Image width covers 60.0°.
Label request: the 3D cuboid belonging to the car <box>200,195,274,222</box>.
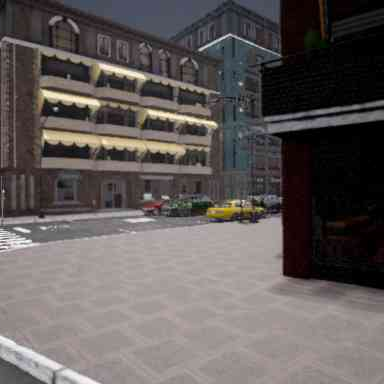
[{"bbox_3d":[3.120,1.164,22.458,4.829,1.417,1.752,-1,2,-39],"label":"car"}]

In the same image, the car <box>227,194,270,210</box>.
[{"bbox_3d":[6.100,1.005,35.709,4.829,1.417,1.752,-1,2,-39],"label":"car"}]

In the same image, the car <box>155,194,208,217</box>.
[{"bbox_3d":[-0.339,1.025,27.125,4.553,1.767,2.097,-1,1,-39],"label":"car"}]

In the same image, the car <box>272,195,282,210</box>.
[{"bbox_3d":[6.619,1.013,28.681,4.902,1.511,2.128,-2,1,-39],"label":"car"}]

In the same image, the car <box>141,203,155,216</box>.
[{"bbox_3d":[-2.350,1.283,28.809,4.206,1.307,1.802,-1,2,-39],"label":"car"}]
